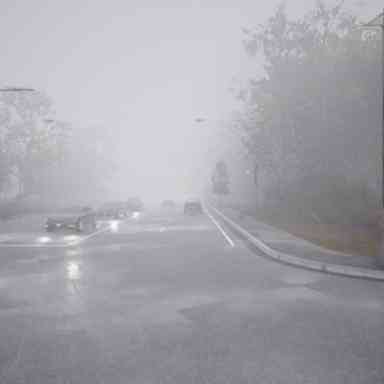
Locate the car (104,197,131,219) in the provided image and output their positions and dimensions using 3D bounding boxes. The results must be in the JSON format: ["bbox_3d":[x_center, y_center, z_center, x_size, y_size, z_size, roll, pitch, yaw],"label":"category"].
[{"bbox_3d":[-7.042,1.503,29.462,1.837,1.490,4.892,0,0,0],"label":"car"}]

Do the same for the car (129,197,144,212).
[{"bbox_3d":[-7.018,1.350,39.386,2.097,1.767,4.553,0,0,0],"label":"car"}]

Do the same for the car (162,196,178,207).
[{"bbox_3d":[-3.523,1.598,50.918,1.895,1.301,4.718,0,0,0],"label":"car"}]

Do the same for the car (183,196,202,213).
[{"bbox_3d":[0.083,1.475,36.436,1.882,1.535,5.008,0,0,0],"label":"car"}]

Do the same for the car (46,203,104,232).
[{"bbox_3d":[-7.088,1.504,20.094,1.837,1.490,4.892,0,0,0],"label":"car"}]

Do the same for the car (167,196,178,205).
[{"bbox_3d":[-3.528,1.522,61.190,1.812,1.442,4.674,0,0,0],"label":"car"}]

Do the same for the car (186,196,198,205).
[{"bbox_3d":[0.055,1.489,59.992,2.128,1.511,4.902,0,0,0],"label":"car"}]
